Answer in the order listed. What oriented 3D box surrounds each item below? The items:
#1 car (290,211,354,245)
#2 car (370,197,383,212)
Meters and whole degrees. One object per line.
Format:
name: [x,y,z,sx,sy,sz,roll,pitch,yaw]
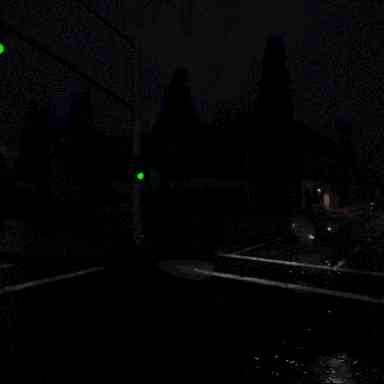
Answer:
car: [6.238,1.578,15.702,1.895,1.301,4.718,0,0,35]
car: [21.104,1.299,36.837,2.097,1.767,4.553,0,0,35]
